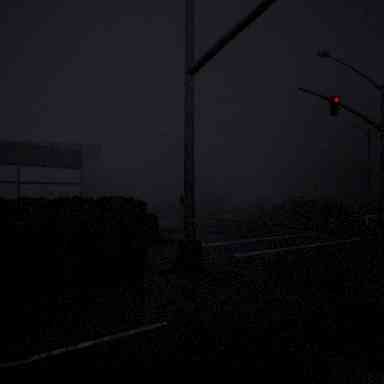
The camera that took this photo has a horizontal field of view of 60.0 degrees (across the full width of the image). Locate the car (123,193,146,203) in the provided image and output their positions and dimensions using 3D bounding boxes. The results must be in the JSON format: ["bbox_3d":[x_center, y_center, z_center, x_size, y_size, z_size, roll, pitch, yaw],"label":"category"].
[{"bbox_3d":[-10.972,1.077,63.575,3.866,1.878,1.905,0,0,-35],"label":"car"}]

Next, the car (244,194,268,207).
[{"bbox_3d":[9.638,1.320,46.598,3.633,1.501,1.845,0,0,-35],"label":"car"}]

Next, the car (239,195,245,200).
[{"bbox_3d":[13.388,1.154,72.824,5.027,1.636,2.152,0,0,-35],"label":"car"}]

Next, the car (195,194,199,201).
[{"bbox_3d":[1.562,1.298,76.838,4.514,1.523,2.007,0,0,-35],"label":"car"}]

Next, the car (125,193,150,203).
[{"bbox_3d":[-9.562,1.361,60.502,3.806,1.475,1.970,0,0,-35],"label":"car"}]

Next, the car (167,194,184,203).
[{"bbox_3d":[-2.644,1.097,65.405,4.605,1.855,1.932,0,0,-35],"label":"car"}]

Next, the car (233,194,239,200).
[{"bbox_3d":[9.436,1.232,77.890,3.806,1.475,1.970,0,0,-35],"label":"car"}]

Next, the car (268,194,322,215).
[{"bbox_3d":[10.163,1.330,32.493,5.027,1.636,2.152,0,0,-35],"label":"car"}]

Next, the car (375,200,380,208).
[{"bbox_3d":[25.525,1.384,43.097,3.806,1.475,1.970,0,0,-35],"label":"car"}]

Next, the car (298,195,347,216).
[{"bbox_3d":[12.008,1.340,29.956,4.514,1.523,2.007,0,0,-35],"label":"car"}]

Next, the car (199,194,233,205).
[{"bbox_3d":[3.931,1.298,54.801,4.514,1.523,2.007,0,0,-35],"label":"car"}]
